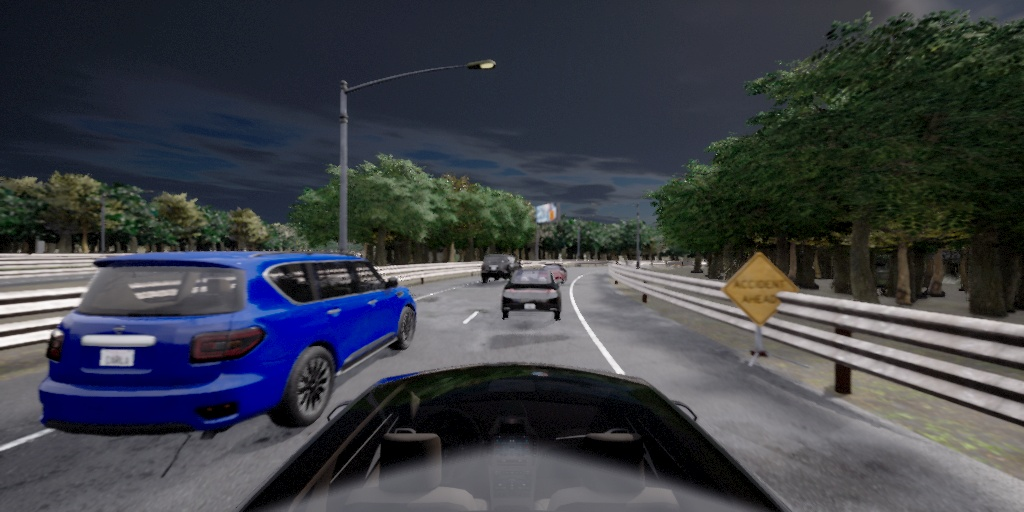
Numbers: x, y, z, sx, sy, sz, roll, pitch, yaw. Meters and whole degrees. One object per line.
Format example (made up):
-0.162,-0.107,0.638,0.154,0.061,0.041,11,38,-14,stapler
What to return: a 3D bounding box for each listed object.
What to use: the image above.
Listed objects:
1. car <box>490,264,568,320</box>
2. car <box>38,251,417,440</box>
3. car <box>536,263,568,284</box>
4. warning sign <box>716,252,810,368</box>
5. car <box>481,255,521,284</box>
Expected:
0.743,1.206,12.512,2.128,1.511,4.902,0,0,6,car
-3.303,0.948,5.779,2.150,2.045,5.566,0,1,2,car
3.175,1.285,27.562,1.994,1.385,4.181,0,0,13,car
4.289,0.857,6.234,1.300,1.860,1.060,0,0,3,warning sign
-0.655,0.931,26.588,2.150,2.045,5.566,0,0,12,car
